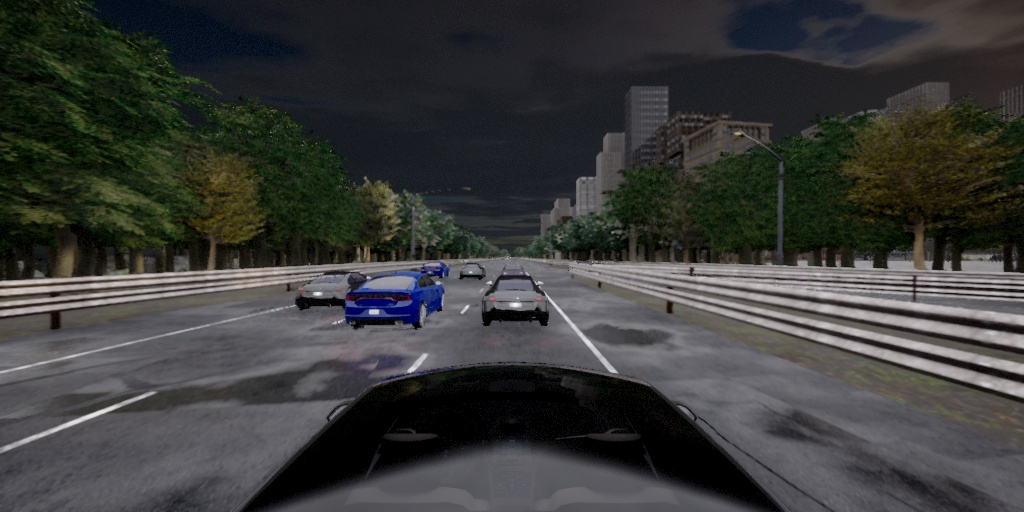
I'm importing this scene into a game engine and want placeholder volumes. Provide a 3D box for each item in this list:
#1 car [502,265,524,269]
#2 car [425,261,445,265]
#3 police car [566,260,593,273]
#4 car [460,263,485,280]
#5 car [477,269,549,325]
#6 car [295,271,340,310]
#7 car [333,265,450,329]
[{"bbox_3d":[0.091,1.355,29.680,1.895,1.301,4.718,0,0,0],"label":"car"},{"bbox_3d":[-6.909,1.235,32.602,1.882,1.535,5.008,0,0,0],"label":"car"},{"bbox_3d":[8.310,1.313,43.335,2.038,1.542,4.974,0,0,-20],"label":"police car"},{"bbox_3d":[-3.409,1.320,31.616,1.994,1.385,4.181,0,0,0],"label":"car"},{"bbox_3d":[0.096,1.315,11.852,1.994,1.385,4.181,0,0,0],"label":"car"},{"bbox_3d":[-6.904,1.314,14.750,1.994,1.385,4.181,0,0,0],"label":"car"},{"bbox_3d":[-3.403,1.228,11.318,1.882,1.535,5.008,0,0,0],"label":"car"}]
